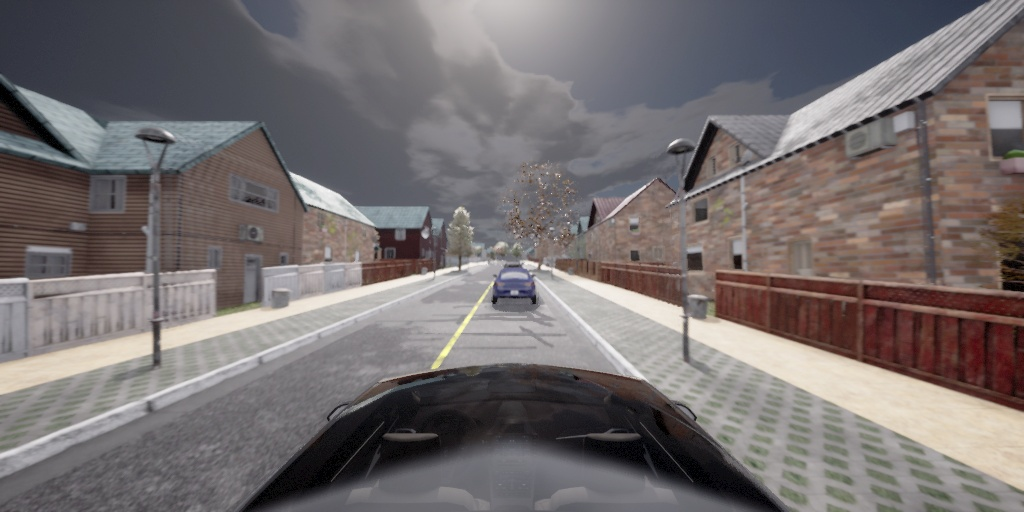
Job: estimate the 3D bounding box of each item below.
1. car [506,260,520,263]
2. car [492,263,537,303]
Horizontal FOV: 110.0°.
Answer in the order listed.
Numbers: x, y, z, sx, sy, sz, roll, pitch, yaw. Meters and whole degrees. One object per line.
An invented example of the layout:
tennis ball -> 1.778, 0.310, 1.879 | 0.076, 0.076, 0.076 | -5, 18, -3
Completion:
car -> 0.104, 1.173, 35.242 | 1.837, 1.490, 4.892 | 0, 0, 0
car -> 0.101, 1.233, 16.093 | 1.812, 1.442, 4.674 | 0, 0, 0
